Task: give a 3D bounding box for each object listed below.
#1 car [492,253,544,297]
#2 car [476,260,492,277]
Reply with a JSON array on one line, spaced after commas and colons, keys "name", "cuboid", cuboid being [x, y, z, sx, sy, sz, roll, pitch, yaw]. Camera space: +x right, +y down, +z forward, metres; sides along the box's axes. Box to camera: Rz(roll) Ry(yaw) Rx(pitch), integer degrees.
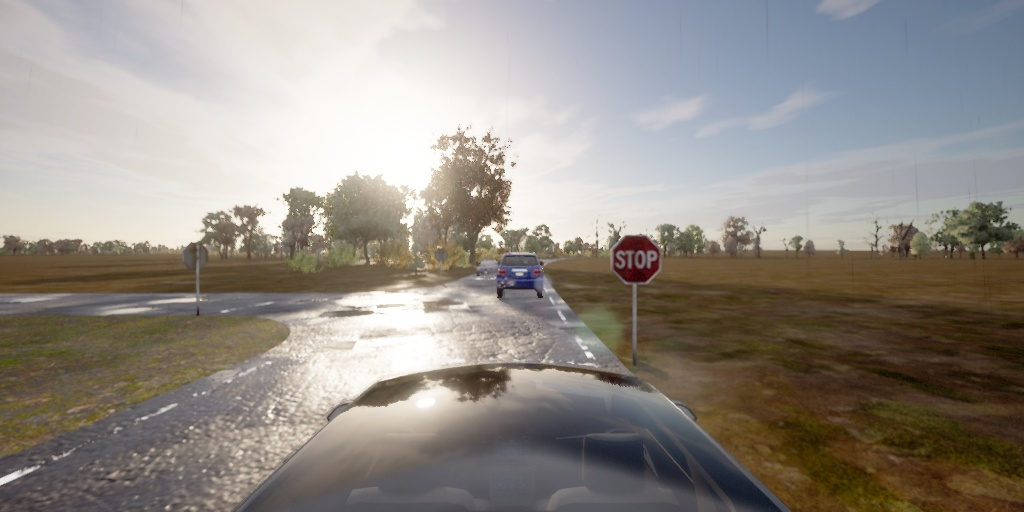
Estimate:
[{"name": "car", "cuboid": [0.424, 0.869, 18.215, 2.150, 2.045, 5.566, 0, 0, 2]}, {"name": "car", "cuboid": [-2.055, 1.086, 32.529, 1.812, 1.442, 4.674, 0, 0, 4]}]
